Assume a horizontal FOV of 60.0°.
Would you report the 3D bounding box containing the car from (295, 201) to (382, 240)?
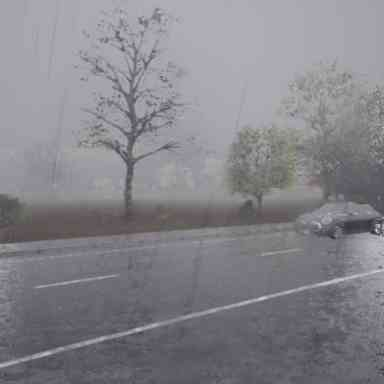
[{"bbox_3d":[7.311,1.289,16.575,4.553,1.767,2.097,0,0,-29],"label":"car"}]
